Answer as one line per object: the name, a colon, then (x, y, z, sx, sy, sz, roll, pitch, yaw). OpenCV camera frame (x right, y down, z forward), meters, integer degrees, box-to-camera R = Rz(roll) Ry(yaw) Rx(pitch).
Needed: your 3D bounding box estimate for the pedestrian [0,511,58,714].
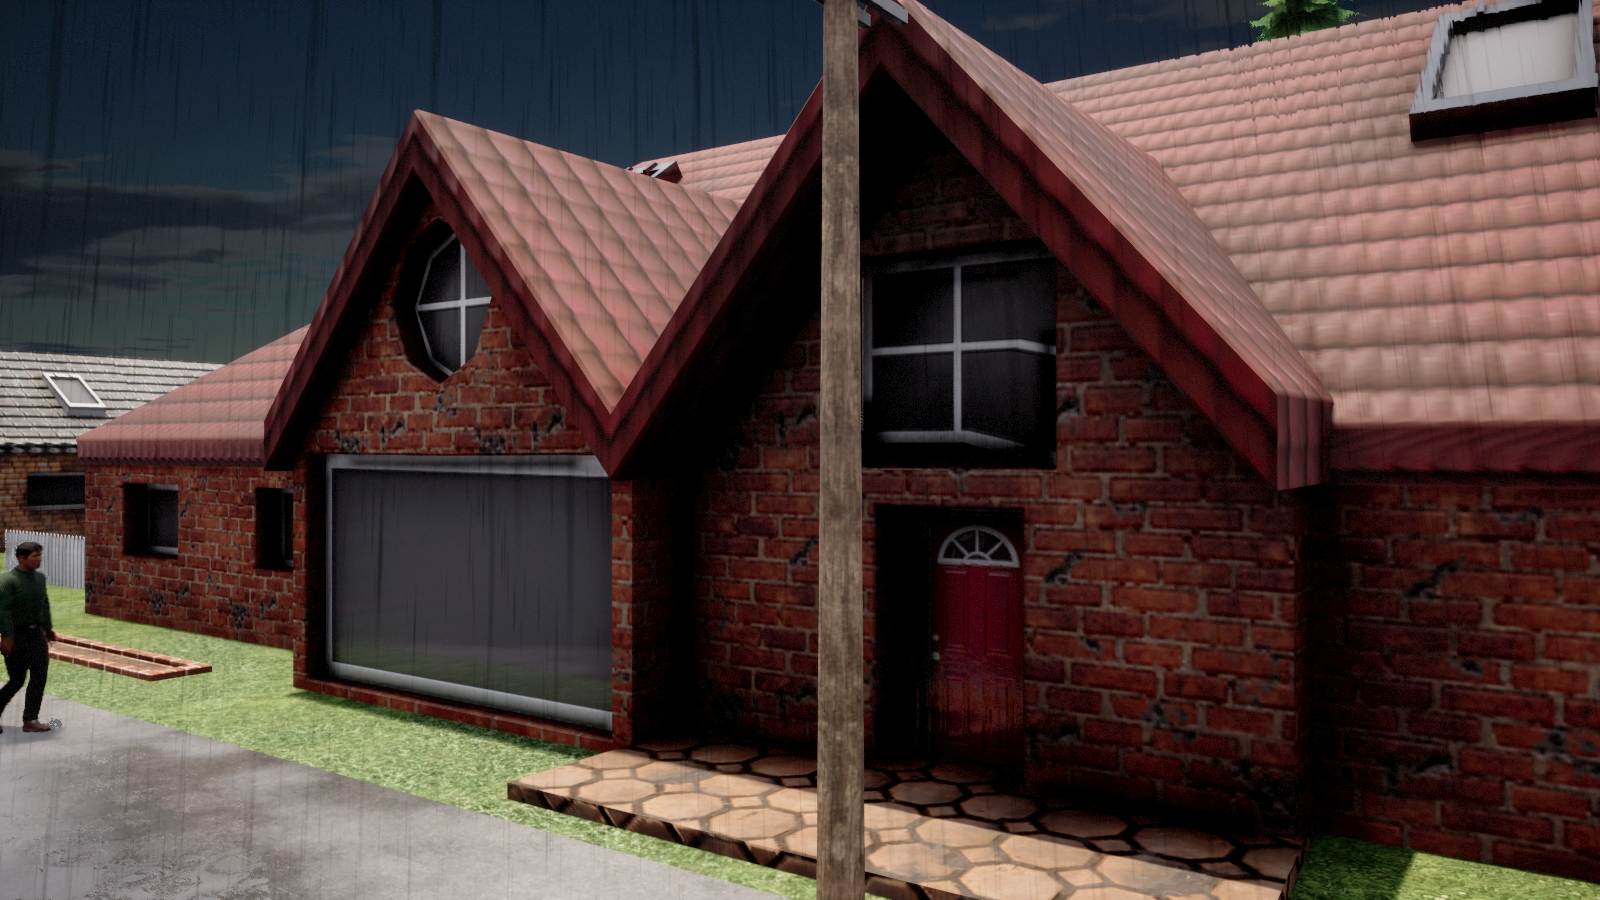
pedestrian: (-7.359, 1.523, 10.843, 0.375, 1.860, 0.375, 0, 0, 13)
